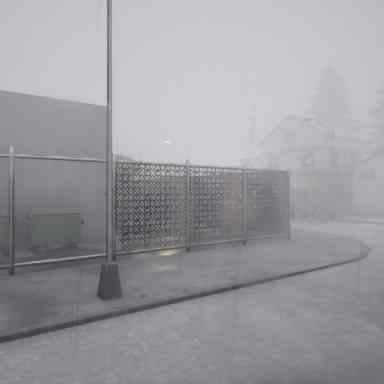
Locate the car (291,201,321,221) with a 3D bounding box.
[{"bbox_3d":[8.064,1.491,27.069,2.128,1.511,4.902,0,0,-34],"label":"car"}]
